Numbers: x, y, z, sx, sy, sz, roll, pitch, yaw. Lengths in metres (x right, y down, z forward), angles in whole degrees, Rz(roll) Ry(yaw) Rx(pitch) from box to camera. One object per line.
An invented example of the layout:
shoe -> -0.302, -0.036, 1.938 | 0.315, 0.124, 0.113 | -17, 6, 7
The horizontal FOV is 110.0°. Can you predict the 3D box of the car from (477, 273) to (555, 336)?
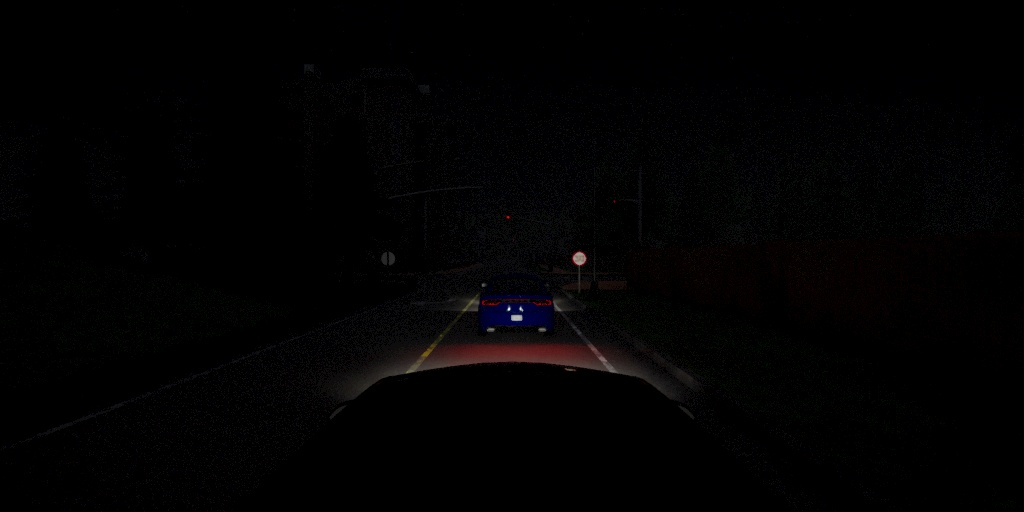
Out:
car -> 0.100, 1.228, 10.458 | 1.882, 1.535, 5.008 | 0, 0, 0
